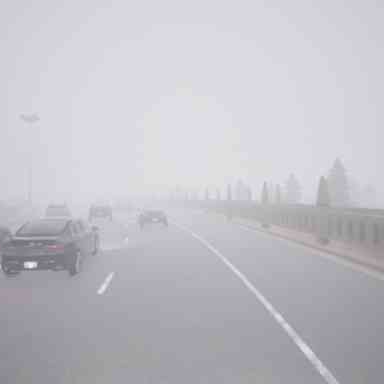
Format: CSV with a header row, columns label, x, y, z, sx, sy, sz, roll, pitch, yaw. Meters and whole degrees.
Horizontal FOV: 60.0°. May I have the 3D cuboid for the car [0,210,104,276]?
label,x,y,z,sx,sy,sz,roll,pitch,yaw
car,-4.196,1.537,10.529,1.837,1.490,4.892,0,0,-6

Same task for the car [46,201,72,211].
label,x,y,z,sx,sy,sz,roll,pitch,yaw
car,-11.881,1.583,29.763,2.128,1.511,4.902,0,0,-17

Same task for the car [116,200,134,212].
label,x,y,z,sx,sy,sz,roll,pitch,yaw
car,-8.350,1.656,40.312,1.994,1.385,4.181,0,0,-22

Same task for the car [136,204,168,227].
label,x,y,z,sx,sy,sz,roll,pitch,yaw
car,-2.847,1.571,23.248,1.812,1.442,4.674,0,0,-13

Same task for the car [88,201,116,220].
label,x,y,z,sx,sy,sz,roll,pitch,yaw
car,-7.902,1.551,28.694,1.882,1.535,5.008,0,0,-16

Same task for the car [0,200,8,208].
label,x,y,z,sx,sy,sz,roll,pitch,yaw
car,-24.886,1.726,42.748,1.994,1.385,4.181,0,0,-27
